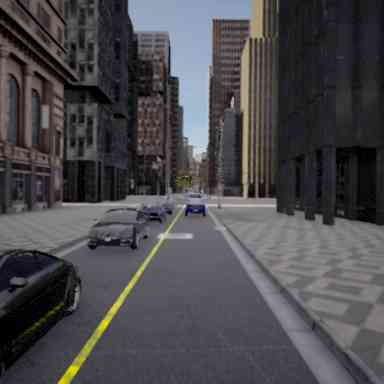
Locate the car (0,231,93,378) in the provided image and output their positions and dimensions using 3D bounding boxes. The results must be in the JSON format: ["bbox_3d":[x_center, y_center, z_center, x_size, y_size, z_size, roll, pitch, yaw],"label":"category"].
[{"bbox_3d":[-3.081,1.524,4.640,1.994,1.385,4.181,1,0,1],"label":"car"}]

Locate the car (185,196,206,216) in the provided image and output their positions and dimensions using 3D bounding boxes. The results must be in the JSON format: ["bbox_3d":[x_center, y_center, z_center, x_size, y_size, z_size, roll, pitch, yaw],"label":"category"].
[{"bbox_3d":[0.335,1.447,31.785,1.882,1.535,5.008,1,0,1],"label":"car"}]

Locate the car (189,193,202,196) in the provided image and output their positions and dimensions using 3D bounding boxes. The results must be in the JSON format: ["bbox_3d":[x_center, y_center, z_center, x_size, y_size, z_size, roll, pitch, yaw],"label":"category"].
[{"bbox_3d":[0.445,1.175,45.299,2.150,2.045,5.566,1,0,1],"label":"car"}]

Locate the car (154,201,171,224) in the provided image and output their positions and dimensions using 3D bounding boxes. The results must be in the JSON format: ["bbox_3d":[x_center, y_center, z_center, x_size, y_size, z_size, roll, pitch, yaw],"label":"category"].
[{"bbox_3d":[-2.884,1.542,24.517,1.895,1.301,4.718,1,0,1],"label":"car"}]

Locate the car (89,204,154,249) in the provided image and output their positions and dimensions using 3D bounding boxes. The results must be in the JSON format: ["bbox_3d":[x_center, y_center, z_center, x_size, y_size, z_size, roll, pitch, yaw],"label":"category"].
[{"bbox_3d":[-2.994,1.456,14.374,1.837,1.490,4.892,1,0,0],"label":"car"}]

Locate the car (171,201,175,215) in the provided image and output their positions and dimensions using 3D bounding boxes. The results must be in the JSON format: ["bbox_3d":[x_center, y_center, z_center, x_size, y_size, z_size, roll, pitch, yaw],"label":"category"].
[{"bbox_3d":[-2.754,1.553,33.415,1.895,1.301,4.718,1,0,0],"label":"car"}]
